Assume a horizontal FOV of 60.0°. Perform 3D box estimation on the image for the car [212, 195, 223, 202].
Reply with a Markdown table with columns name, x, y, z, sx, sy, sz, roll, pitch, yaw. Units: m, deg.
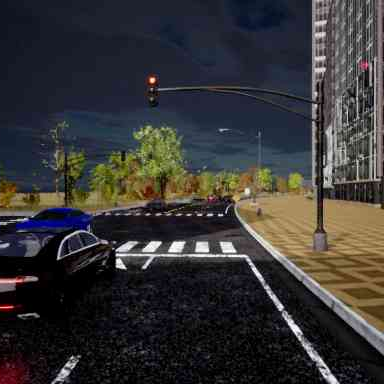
| name | x | y | z | sx | sy | sz | roll | pitch | yaw |
| --- | --- | --- | --- | --- | --- | --- | --- | --- | --- |
| car | 6.327 | 1.495 | 80.564 | 1.882 | 1.535 | 5.008 | 0 | 0 | 14 |

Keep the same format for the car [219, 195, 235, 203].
| name | x | y | z | sx | sy | sz | roll | pitch | yaw |
| --- | --- | --- | --- | --- | --- | --- | --- | --- | --- |
| car | 7.488 | 1.493 | 70.118 | 1.882 | 1.535 | 5.008 | 0 | 0 | 12 |

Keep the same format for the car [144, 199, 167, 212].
| name | x | y | z | sx | sy | sz | roll | pitch | yaw |
| --- | --- | --- | --- | --- | --- | --- | --- | --- | --- |
| car | -4.187 | 1.547 | 39.205 | 2.033 | 1.411 | 5.357 | 0 | 0 | 7 |

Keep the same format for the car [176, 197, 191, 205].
| name | x | y | z | sx | sy | sz | roll | pitch | yaw |
| --- | --- | --- | --- | --- | --- | --- | --- | --- | --- |
| car | -1.522 | 1.606 | 58.067 | 1.895 | 1.301 | 4.718 | 0 | 0 | 10 |

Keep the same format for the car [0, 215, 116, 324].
| name | x | y | z | sx | sy | sz | roll | pitch | yaw |
| --- | --- | --- | --- | --- | --- | --- | --- | --- | --- |
| car | -2.993 | 1.491 | 7.121 | 2.128 | 1.511 | 4.902 | 0 | 0 | 1 |

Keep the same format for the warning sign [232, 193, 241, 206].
| name | x | y | z | sx | sy | sz | roll | pitch | yaw |
| --- | --- | --- | --- | --- | --- | --- | --- | --- | --- |
| warning sign | 6.460 | 1.122 | 48.222 | 1.300 | 1.860 | 1.060 | 0 | 0 | 8 |

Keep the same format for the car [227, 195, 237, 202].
| name | x | y | z | sx | sy | sz | roll | pitch | yaw |
| --- | --- | --- | --- | --- | --- | --- | --- | --- | --- |
| car | 9.621 | 1.498 | 80.376 | 1.882 | 1.535 | 5.008 | 0 | 0 | 14 |

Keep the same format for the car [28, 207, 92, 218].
| name | x | y | z | sx | sy | sz | roll | pitch | yaw |
| --- | --- | --- | --- | --- | --- | --- | --- | --- | --- |
| car | -6.138 | 1.476 | 15.252 | 1.882 | 1.535 | 5.008 | 0 | 0 | 3 |

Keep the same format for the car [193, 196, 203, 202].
| name | x | y | z | sx | sy | sz | roll | pitch | yaw |
| --- | --- | --- | --- | --- | --- | --- | --- | --- | --- |
| car | 1.400 | 1.595 | 73.349 | 1.895 | 1.301 | 4.718 | 0 | 0 | 11 |

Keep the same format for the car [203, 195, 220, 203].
| name | x | y | z | sx | sy | sz | roll | pitch | yaw |
| --- | --- | --- | --- | --- | --- | --- | --- | --- | --- |
| car | 4.370 | 1.366 | 71.171 | 2.097 | 1.767 | 4.553 | 0 | 0 | 12 |
